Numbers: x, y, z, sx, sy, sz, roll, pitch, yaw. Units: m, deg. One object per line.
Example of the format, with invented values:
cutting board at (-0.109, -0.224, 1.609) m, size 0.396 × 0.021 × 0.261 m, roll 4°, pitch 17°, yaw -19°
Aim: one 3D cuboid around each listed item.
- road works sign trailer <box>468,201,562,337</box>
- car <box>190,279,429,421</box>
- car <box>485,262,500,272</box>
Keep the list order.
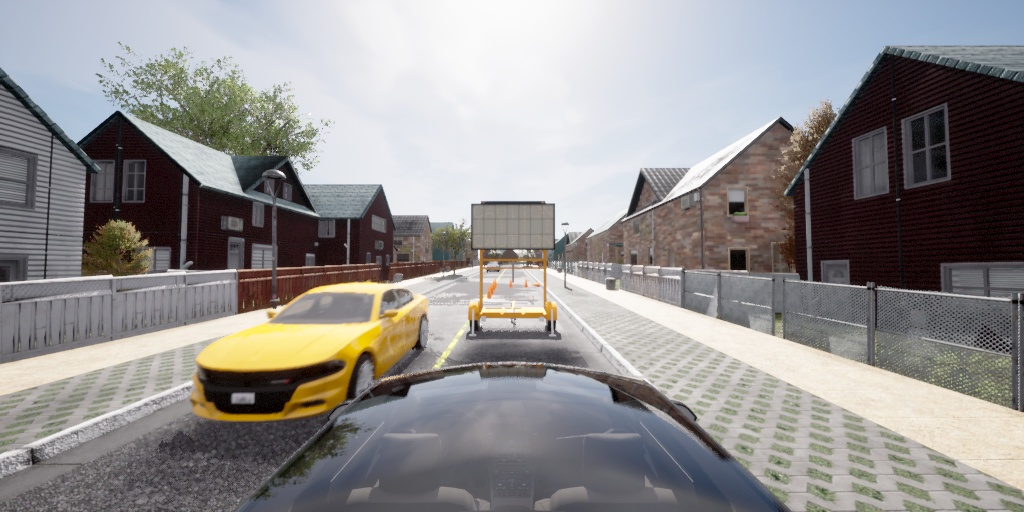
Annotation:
road works sign trailer at (0.033, 0.226, 10.369) m, size 2.380 × 3.560 × 2.880 m, roll 0°, pitch 0°, yaw 1°
car at (-2.830, 1.232, 6.283) m, size 1.882 × 1.535 × 5.008 m, roll 0°, pitch 0°, yaw 0°
car at (-2.648, 1.513, 50.211) m, size 2.033 × 1.411 × 5.357 m, roll 0°, pitch 0°, yaw 0°
